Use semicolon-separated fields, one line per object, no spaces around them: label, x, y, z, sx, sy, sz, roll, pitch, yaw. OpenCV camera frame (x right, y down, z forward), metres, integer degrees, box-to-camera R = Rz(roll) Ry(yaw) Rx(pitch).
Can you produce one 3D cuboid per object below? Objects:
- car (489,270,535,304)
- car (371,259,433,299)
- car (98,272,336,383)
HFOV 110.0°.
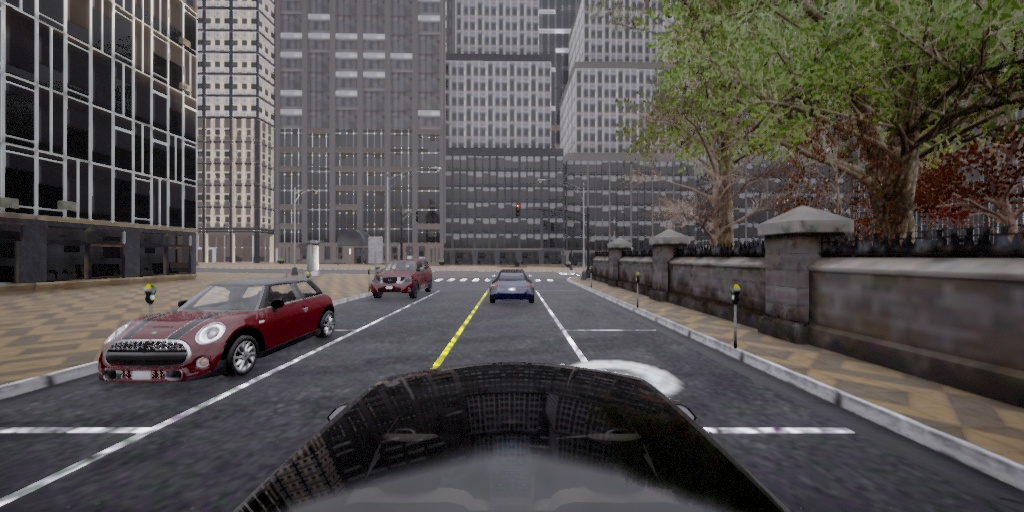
car;0.000;1.319;16.500;1.994;1.385;4.181;0;0;0
car;-5.385;1.060;18.222;2.192;1.841;5.009;0;0;0
car;-5.315;1.187;7.135;1.967;1.591;4.097;0;0;0
